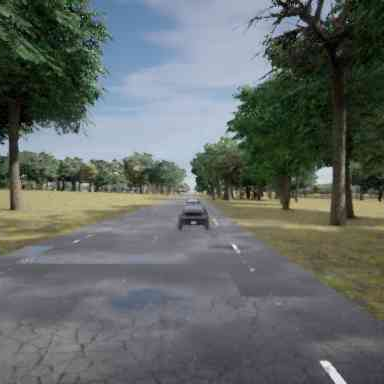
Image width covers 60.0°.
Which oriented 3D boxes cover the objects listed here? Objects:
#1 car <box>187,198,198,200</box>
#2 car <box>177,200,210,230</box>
[{"bbox_3d":[0.091,1.493,41.551,1.812,1.442,4.674,0,0,0],"label":"car"},{"bbox_3d":[0.102,1.499,21.321,1.837,1.490,4.892,0,0,0],"label":"car"}]
